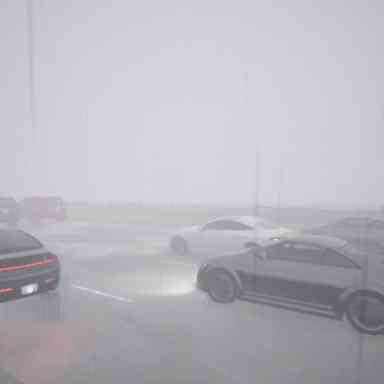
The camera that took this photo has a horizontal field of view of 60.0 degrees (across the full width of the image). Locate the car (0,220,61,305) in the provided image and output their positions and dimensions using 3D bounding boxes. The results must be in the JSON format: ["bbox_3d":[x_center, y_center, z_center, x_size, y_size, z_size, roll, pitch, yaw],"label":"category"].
[{"bbox_3d":[-4.956,1.548,7.527,4.892,1.490,1.837,0,0,36],"label":"car"}]

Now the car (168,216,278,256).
[{"bbox_3d":[1.309,1.555,11.641,4.674,1.442,1.812,0,0,35],"label":"car"}]

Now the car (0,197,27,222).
[{"bbox_3d":[-13.868,1.347,22.484,5.566,2.045,2.150,0,0,36],"label":"car"}]

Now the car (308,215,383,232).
[{"bbox_3d":[6.126,1.575,12.521,4.181,1.385,1.994,0,0,35],"label":"car"}]

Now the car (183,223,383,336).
[{"bbox_3d":[2.154,1.575,6.758,4.181,1.385,1.994,0,0,35],"label":"car"}]

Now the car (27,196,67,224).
[{"bbox_3d":[-11.833,1.347,25.329,5.566,2.045,2.150,0,0,36],"label":"car"}]
